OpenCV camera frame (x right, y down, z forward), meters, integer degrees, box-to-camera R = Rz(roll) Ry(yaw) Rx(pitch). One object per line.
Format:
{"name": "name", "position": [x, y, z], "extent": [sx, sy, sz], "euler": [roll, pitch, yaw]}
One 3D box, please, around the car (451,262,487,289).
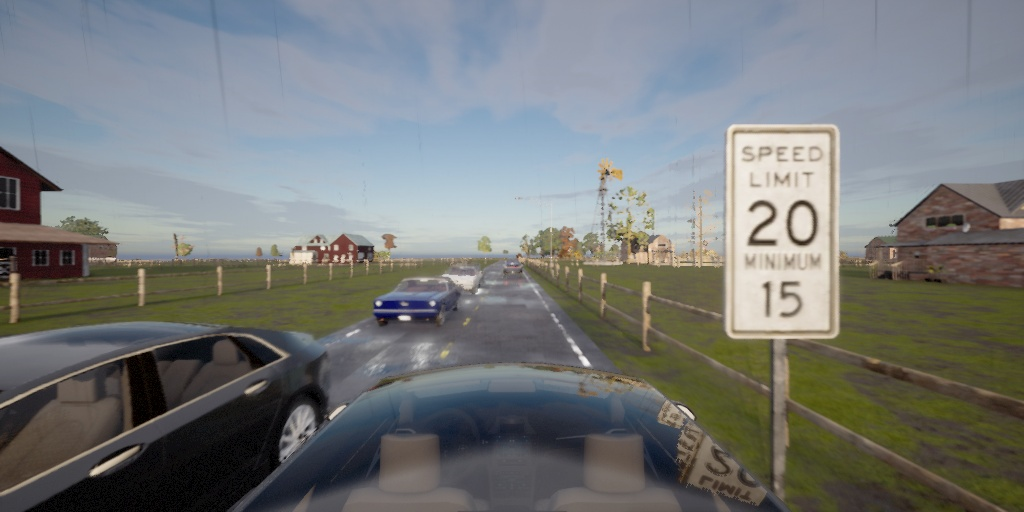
{"name": "car", "position": [-2.832, 1.250, 24.469], "extent": [1.837, 1.490, 4.892], "euler": [0, 1, 0]}

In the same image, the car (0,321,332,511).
{"name": "car", "position": [-2.879, 1.255, 1.906], "extent": [1.837, 1.490, 4.892], "euler": [0, 0, 2]}

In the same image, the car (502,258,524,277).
{"name": "car", "position": [0.100, 1.223, 34.347], "extent": [2.128, 1.511, 4.902], "euler": [0, 0, 0]}

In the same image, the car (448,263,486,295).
{"name": "car", "position": [-2.745, 1.187, 19.849], "extent": [1.895, 1.301, 4.718], "euler": [1, 4, 0]}

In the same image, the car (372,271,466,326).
{"name": "car", "position": [-2.846, 1.347, 11.734], "extent": [1.895, 1.301, 4.718], "euler": [0, 0, 0]}
